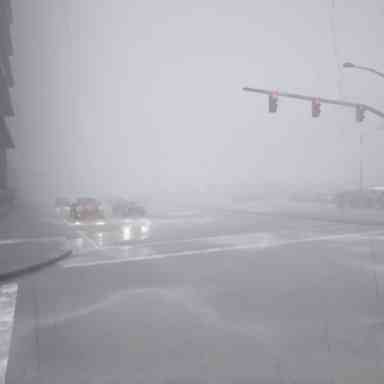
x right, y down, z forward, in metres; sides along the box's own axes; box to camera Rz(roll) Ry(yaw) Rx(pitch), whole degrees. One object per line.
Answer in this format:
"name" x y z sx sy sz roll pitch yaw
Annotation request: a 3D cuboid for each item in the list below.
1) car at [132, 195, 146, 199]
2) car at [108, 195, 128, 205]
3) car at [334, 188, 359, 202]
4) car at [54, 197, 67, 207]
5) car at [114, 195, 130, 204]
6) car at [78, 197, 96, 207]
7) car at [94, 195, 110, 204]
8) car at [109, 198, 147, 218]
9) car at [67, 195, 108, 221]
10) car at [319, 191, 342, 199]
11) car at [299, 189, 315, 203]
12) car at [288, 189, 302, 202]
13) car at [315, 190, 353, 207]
"car" -8.146 1.228 50.357 1.812 1.442 4.674 -1 0 -25
"car" -11.226 1.240 48.681 1.882 1.535 5.008 -1 0 -25
"car" 27.670 0.280 60.897 4.605 1.855 1.932 -1 0 -26
"car" -19.121 1.430 48.773 2.033 1.411 5.357 -1 0 -26
"car" -12.505 1.227 59.217 1.812 1.442 4.674 -1 0 -26
"car" -15.793 1.424 49.922 1.895 1.301 4.718 -1 0 -25
"car" -15.653 1.266 57.688 1.837 1.490 4.892 -1 0 -26
"car" -5.405 1.429 28.353 1.895 1.301 4.718 -1 1 -26
"car" -8.463 1.242 26.634 2.097 1.767 4.553 -1 0 -26
"car" 26.484 0.488 63.540 3.905 1.438 1.784 -1 0 -26
"car" 17.673 0.751 47.004 3.905 1.438 1.784 -1 0 -26
"car" 16.469 0.540 49.402 4.605 1.855 1.932 -1 0 -26
"car" 18.919 0.783 44.391 3.806 1.475 1.970 -1 0 -26
